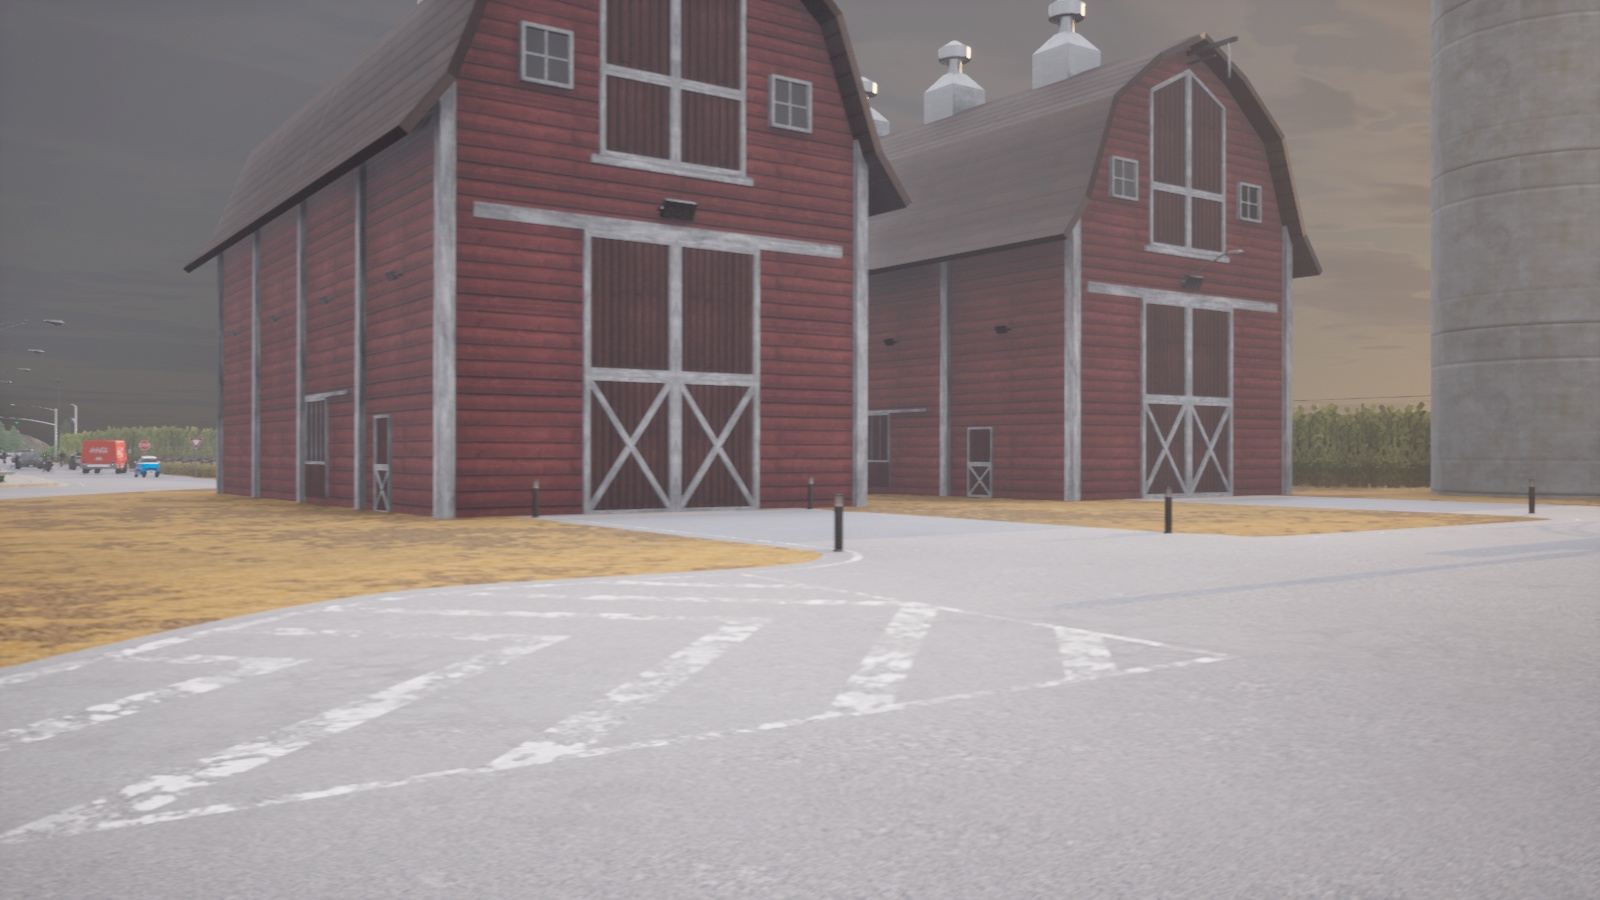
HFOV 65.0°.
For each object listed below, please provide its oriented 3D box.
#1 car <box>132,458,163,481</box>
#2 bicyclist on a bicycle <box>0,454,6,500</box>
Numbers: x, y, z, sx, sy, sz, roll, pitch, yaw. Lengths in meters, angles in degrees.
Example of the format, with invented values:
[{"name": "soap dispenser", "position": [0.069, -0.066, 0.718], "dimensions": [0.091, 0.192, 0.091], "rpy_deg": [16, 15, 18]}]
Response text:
[{"name": "car", "position": [-41.354, 1.221, 79.564], "dimensions": [1.481, 1.376, 2.207], "rpy_deg": [0, 0, -35]}, {"name": "bicyclist on a bicycle", "position": [-28.226, 0.931, 43.382], "dimensions": [0.582, 1.620, 1.656], "rpy_deg": [0, -1, -3]}]
